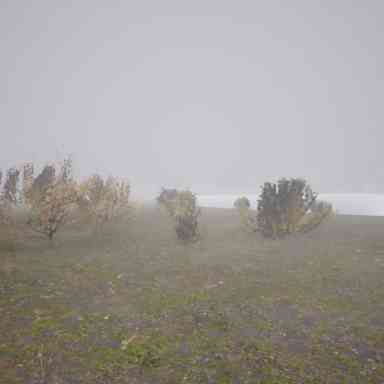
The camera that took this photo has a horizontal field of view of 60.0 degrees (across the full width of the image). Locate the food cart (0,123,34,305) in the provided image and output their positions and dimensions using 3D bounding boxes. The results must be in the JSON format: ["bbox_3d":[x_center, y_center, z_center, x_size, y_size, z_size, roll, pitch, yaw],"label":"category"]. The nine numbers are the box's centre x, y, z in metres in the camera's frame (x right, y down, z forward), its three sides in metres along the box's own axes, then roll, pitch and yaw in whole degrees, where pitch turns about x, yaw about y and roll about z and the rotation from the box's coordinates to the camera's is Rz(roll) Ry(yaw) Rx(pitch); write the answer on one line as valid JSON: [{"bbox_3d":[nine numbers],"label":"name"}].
[{"bbox_3d":[-5.974,0.472,7.443,4.660,3.560,2.280,-1,0,34],"label":"food cart"}]
